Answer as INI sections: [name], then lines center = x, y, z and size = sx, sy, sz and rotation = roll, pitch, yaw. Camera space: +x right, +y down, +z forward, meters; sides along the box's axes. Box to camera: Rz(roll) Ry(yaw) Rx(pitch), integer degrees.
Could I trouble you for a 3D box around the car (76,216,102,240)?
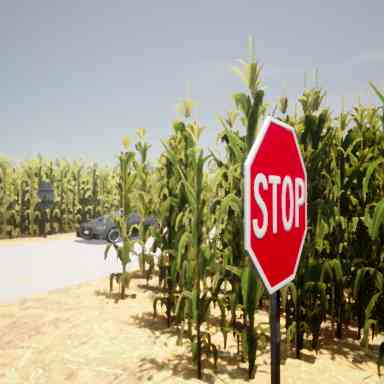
[car]
center = -3.451, 1.579, 16.162
size = 1.994, 1.385, 4.181
rotation = 0, 0, 36
